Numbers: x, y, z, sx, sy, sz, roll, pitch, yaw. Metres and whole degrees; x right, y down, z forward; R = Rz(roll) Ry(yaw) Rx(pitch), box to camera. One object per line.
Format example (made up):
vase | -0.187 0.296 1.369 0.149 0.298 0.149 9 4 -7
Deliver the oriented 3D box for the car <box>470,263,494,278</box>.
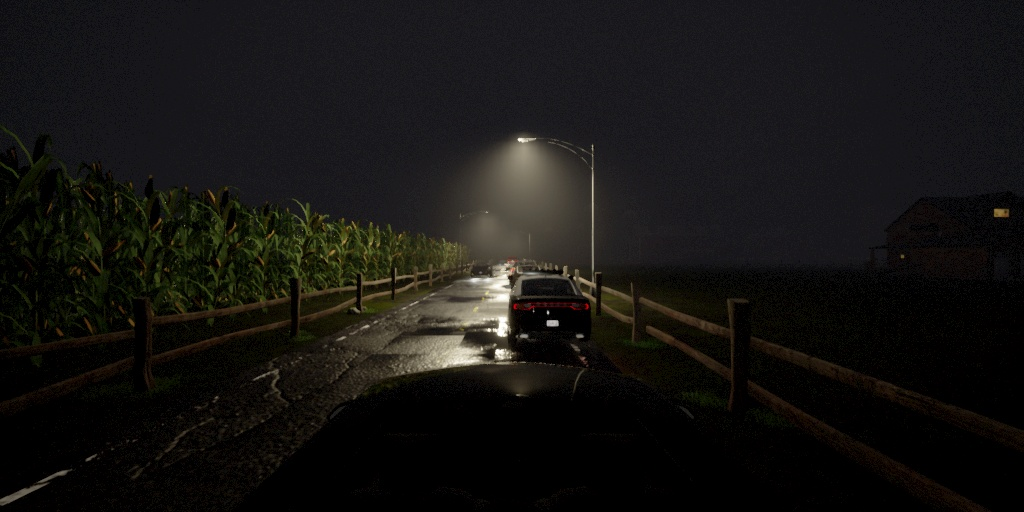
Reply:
car | -2.795 1.311 34.038 1.994 1.385 4.181 0 0 0

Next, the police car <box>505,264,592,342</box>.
police car | 0.837 1.174 9.940 1.930 1.638 5.238 0 0 0

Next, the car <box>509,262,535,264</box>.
car | 0.855 1.253 19.830 1.837 1.490 4.892 0 0 0

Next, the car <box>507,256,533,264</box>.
car | 0.865 1.098 25.800 2.097 1.767 4.553 0 0 0

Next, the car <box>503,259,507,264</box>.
car | 0.125 1.368 48.134 1.895 1.301 4.718 0 0 1
